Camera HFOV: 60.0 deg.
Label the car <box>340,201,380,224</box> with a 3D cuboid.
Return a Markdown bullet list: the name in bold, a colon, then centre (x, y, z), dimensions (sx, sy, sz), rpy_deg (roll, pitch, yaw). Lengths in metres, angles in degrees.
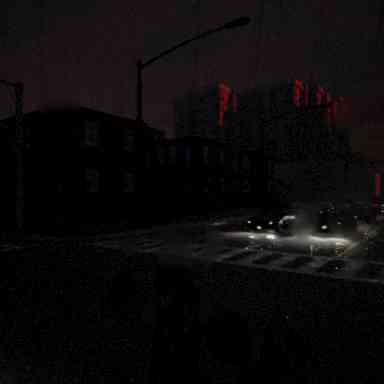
- **car**: centre (12.898, 1.642, 25.582), dimensions (1.895, 1.301, 4.718), rpy_deg (-1, 0, 36)

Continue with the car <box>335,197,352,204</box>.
- **car**: centre (16.524, 1.427, 36.660), dimensions (2.097, 1.767, 4.553), rpy_deg (-1, 0, 36)

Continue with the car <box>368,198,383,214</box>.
- **car**: centre (18.739, 1.393, 33.747), dimensions (2.097, 1.767, 4.553), rpy_deg (-1, 0, 36)

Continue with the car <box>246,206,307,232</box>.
- **car**: centre (5.325, 1.623, 20.994), dimensions (2.033, 1.411, 5.357), rpy_deg (-1, 0, 35)

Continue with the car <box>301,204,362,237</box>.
- **car**: centre (7.845, 1.605, 18.491), dimensions (1.994, 1.385, 4.181), rpy_deg (-1, 0, 36)

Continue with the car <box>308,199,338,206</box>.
- **car**: centre (10.909, 1.601, 28.802), dimensions (1.812, 1.442, 4.674), rpy_deg (-1, 0, 35)
